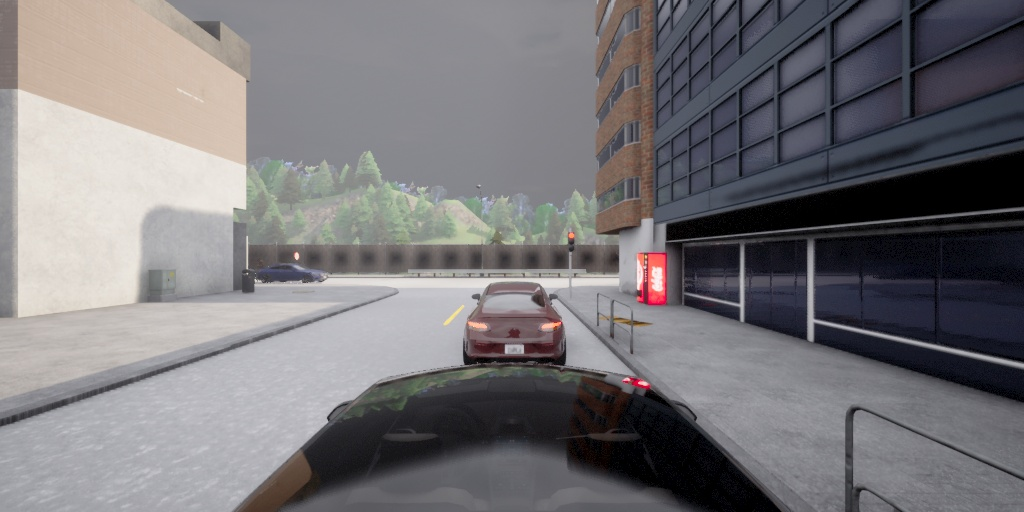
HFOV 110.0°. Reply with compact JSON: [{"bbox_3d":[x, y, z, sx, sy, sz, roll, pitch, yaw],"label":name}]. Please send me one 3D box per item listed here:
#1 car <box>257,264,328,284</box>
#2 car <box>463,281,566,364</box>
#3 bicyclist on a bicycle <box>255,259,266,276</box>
[{"bbox_3d":[-15.945,1.276,26.112,4.674,1.442,1.812,0,0,0],"label":"car"},{"bbox_3d":[0.059,1.276,7.844,1.812,1.442,4.674,0,0,1],"label":"car"},{"bbox_3d":[-24.184,1.099,34.517,0.582,1.620,1.656,0,0,0],"label":"bicyclist on a bicycle"}]
